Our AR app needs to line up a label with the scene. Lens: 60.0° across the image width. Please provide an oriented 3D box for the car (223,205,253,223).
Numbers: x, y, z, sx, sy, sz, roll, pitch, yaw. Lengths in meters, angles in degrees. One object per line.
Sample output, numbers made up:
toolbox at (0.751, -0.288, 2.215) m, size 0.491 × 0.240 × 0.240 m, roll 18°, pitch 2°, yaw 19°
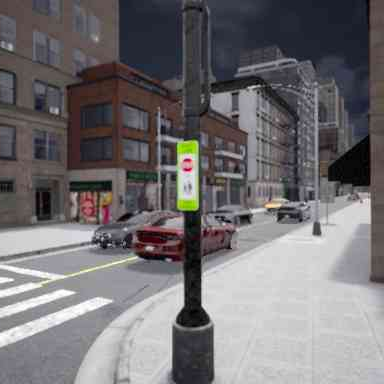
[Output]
car at (2.718, 1.566, 22.961) m, size 1.994 × 1.385 × 4.181 m, roll 0°, pitch 0°, yaw 29°

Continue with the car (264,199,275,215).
car at (8.784, 1.470, 33.734) m, size 1.882 × 1.535 × 5.008 m, roll 0°, pitch 0°, yaw 29°

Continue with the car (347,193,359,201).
car at (39.384, 1.481, 81.934) m, size 2.033 × 1.411 × 5.357 m, roll 0°, pitch 0°, yaw 29°

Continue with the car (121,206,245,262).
car at (-0.010, 1.477, 11.768) m, size 1.882 × 1.535 × 5.008 m, roll 0°, pitch 0°, yaw 29°

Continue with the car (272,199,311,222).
car at (8.080, 1.493, 26.177) m, size 1.837 × 1.490 × 4.892 m, roll 0°, pitch 0°, yaw 29°

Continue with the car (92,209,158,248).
car at (-2.105, 1.514, 14.370) m, size 1.837 × 1.490 × 4.892 m, roll 0°, pitch 0°, yaw 29°
